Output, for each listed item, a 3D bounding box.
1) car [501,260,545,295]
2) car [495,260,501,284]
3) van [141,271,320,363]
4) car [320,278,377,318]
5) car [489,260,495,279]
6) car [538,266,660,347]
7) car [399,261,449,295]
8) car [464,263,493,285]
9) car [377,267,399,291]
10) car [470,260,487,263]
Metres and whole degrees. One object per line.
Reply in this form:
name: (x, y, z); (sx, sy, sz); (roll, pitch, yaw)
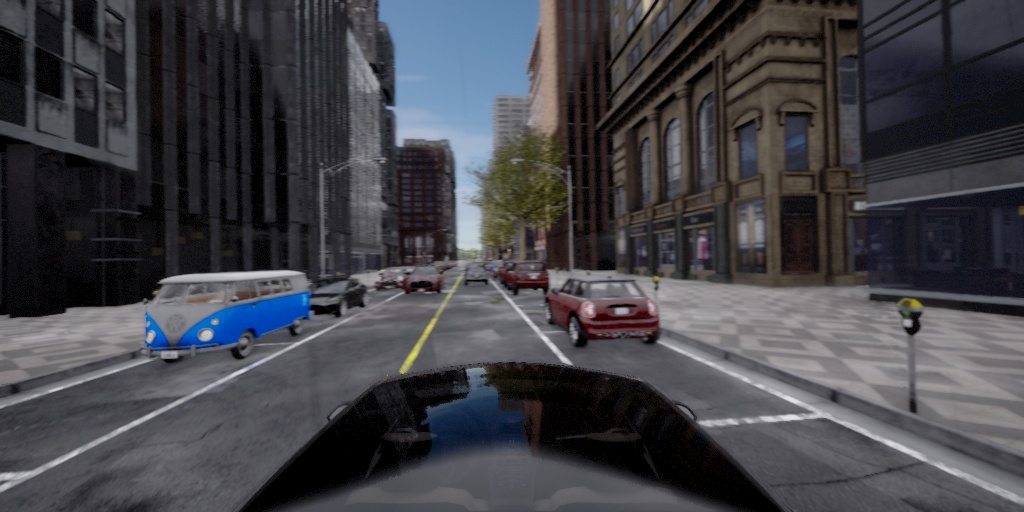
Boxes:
car: (0.853, 1.178, 20.651); (2.192, 1.841, 5.009); (0, 0, -6)
car: (0.227, 1.235, 26.254); (2.192, 1.841, 5.009); (0, 0, -6)
van: (-6.365, 1.264, 8.509); (1.690, 1.789, 3.998); (0, 0, -6)
car: (-6.992, 1.540, 14.112); (1.948, 1.339, 4.313); (0, 0, -6)
car: (-1.027, 1.474, 37.463); (1.967, 1.591, 4.097); (0, 0, -6)
car: (2.108, 1.197, 9.442); (1.967, 1.591, 4.097); (0, 0, -6)
car: (-5.336, 1.355, 22.389); (2.097, 1.767, 4.553); (-1, 0, -6)
car: (-2.868, 1.552, 28.897); (2.033, 1.411, 5.357); (-1, 0, -6)
car: (-8.246, 1.526, 25.319); (1.967, 1.591, 4.097); (0, 0, -6)
car: (-4.347, 1.485, 41.607); (2.097, 1.767, 4.553); (-1, -1, -6)
